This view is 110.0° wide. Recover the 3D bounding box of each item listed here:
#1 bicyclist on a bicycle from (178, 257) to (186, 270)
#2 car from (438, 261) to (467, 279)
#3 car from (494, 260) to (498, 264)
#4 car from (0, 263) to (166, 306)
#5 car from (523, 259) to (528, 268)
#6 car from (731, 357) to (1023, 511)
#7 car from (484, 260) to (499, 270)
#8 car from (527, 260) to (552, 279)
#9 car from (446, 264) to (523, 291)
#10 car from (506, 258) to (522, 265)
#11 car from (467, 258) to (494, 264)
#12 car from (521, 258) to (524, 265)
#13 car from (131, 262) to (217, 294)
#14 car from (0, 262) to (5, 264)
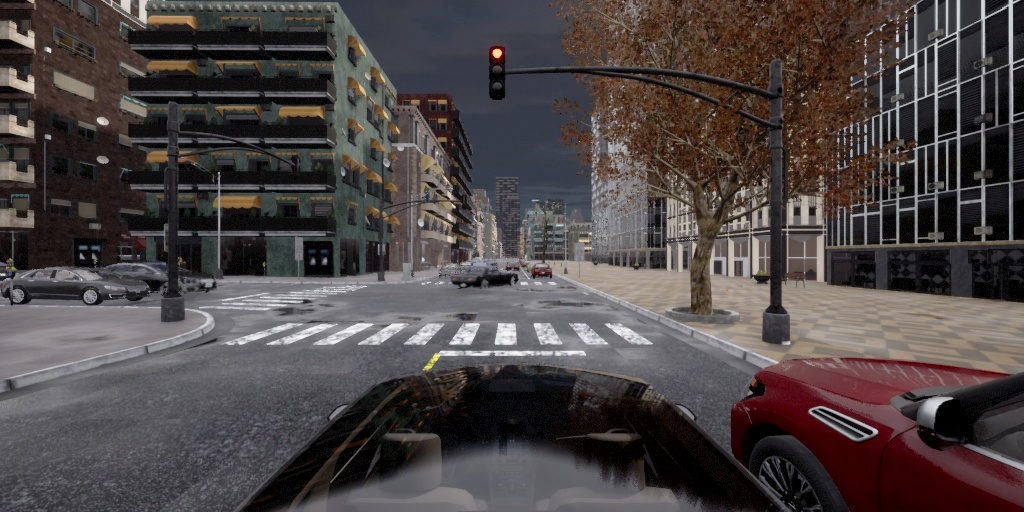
[{"bbox_3d":[-23.172,0.761,24.886,0.582,1.620,1.656,1,0,-1],"label":"bicyclist on a bicycle"},{"bbox_3d":[-5.694,1.312,33.044,2.007,1.370,4.403,0,0,0],"label":"car"},{"bbox_3d":[-3.095,1.337,44.329,1.994,1.385,4.181,0,0,0],"label":"car"},{"bbox_3d":[-16.436,1.091,13.626,4.403,1.370,2.007,0,0,-1],"label":"car"},{"bbox_3d":[2.685,1.298,44.280,1.751,1.417,4.829,0,0,0],"label":"car"},{"bbox_3d":[2.692,1.065,0.658,2.192,1.841,5.009,0,0,0],"label":"car"},{"bbox_3d":[-3.090,1.333,54.693,2.033,1.411,5.357,0,0,0],"label":"car"},{"bbox_3d":[2.686,1.307,33.045,1.888,1.381,4.507,0,0,0],"label":"car"},{"bbox_3d":[-1.554,1.356,22.241,1.895,1.301,4.718,0,0,34],"label":"car"},{"bbox_3d":[0.092,1.382,51.804,1.895,1.301,4.718,0,0,0],"label":"car"},{"bbox_3d":[-3.097,1.241,34.332,1.882,1.535,5.008,0,0,0],"label":"car"},{"bbox_3d":[2.682,1.375,60.708,1.802,1.307,4.207,0,0,0],"label":"car"},{"bbox_3d":[-16.239,1.039,16.241,4.902,1.511,2.128,1,0,-1],"label":"car"},{"bbox_3d":[-33.191,0.869,21.835,4.403,1.370,2.007,0,0,-1],"label":"car"}]
